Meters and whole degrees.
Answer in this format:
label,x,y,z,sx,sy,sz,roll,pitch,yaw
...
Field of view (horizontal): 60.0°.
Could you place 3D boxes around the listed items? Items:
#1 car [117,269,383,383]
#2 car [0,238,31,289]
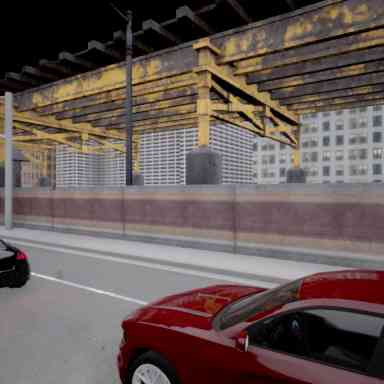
label,x,y,z,sx,sy,sz,roll,pitch,yaw
car,1.480,1.478,2.934,5.008,1.535,1.882,0,0,35
car,-5.765,1.564,8.027,4.181,1.385,1.994,0,0,36
